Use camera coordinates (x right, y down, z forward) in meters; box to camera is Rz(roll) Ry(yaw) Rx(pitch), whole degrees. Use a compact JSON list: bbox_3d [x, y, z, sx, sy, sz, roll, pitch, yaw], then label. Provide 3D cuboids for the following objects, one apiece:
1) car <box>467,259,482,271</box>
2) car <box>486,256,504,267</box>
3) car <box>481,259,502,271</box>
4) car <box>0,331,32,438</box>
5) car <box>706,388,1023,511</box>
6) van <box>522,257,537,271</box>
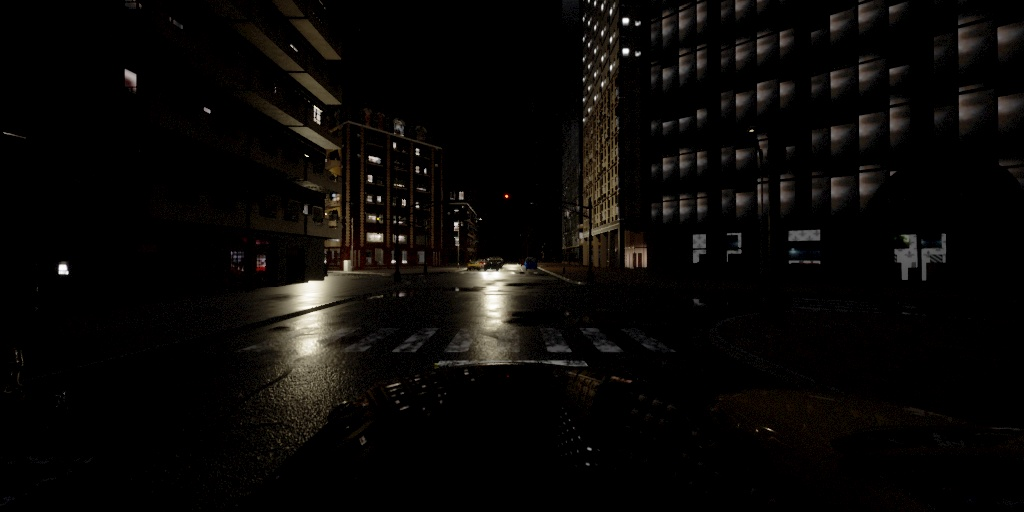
[{"bbox_3d":[-5.256,1.321,49.917,1.751,1.417,4.829,0,0,0],"label":"car"},{"bbox_3d":[-2.765,1.037,59.164,2.150,2.045,5.566,0,0,0],"label":"car"},{"bbox_3d":[-2.789,1.395,49.240,1.895,1.301,4.718,0,0,0],"label":"car"},{"bbox_3d":[-5.318,1.064,1.088,2.192,1.841,5.009,0,0,0],"label":"car"},{"bbox_3d":[2.563,1.275,1.254,1.751,1.417,4.829,0,0,0],"label":"car"},{"bbox_3d":[2.625,1.136,50.077,1.690,1.789,3.998,0,0,0],"label":"van"}]
